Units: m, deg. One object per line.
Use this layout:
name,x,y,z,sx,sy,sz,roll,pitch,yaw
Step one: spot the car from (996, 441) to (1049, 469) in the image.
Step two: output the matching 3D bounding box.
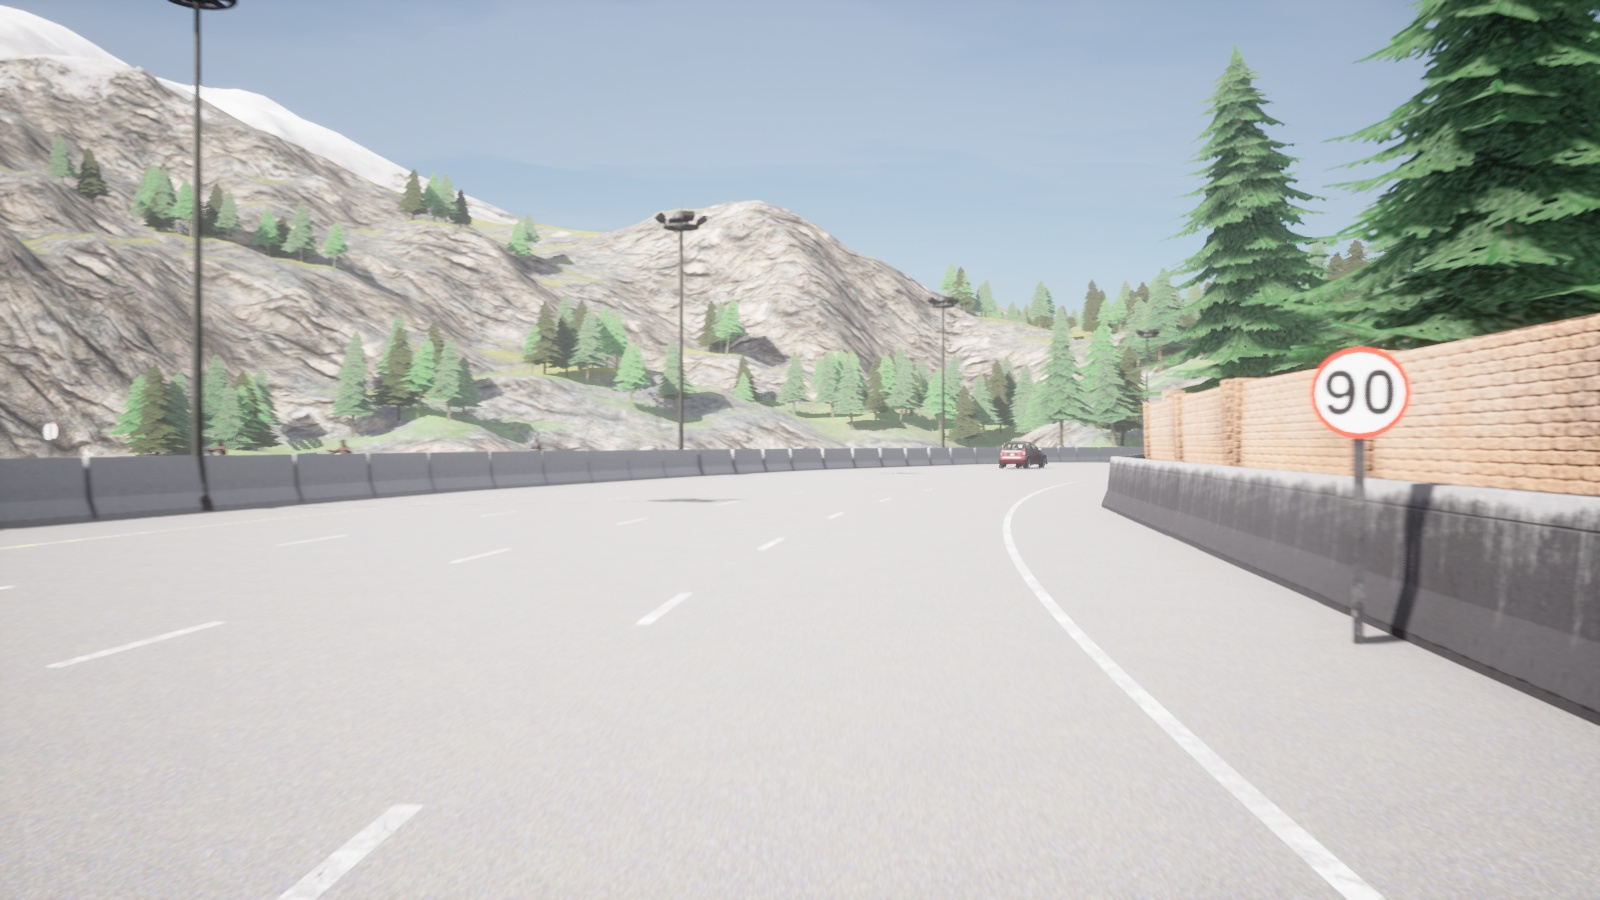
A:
car,13.310,0.272,74.838,1.851,1.617,3.988,0,0,30
